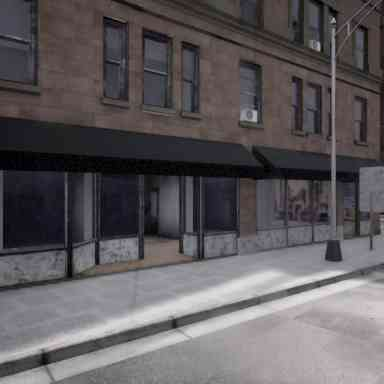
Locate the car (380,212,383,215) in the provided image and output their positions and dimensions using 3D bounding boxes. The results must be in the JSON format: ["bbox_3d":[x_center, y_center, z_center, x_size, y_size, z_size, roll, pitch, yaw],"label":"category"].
[{"bbox_3d":[15.884,1.147,28.140,2.097,1.767,4.553,0,1,-36],"label":"car"}]
